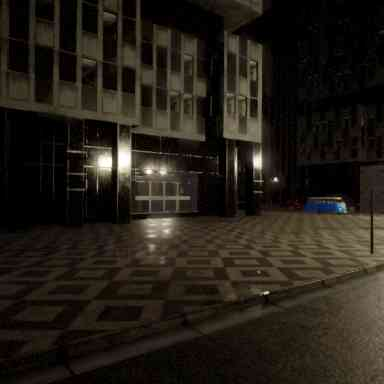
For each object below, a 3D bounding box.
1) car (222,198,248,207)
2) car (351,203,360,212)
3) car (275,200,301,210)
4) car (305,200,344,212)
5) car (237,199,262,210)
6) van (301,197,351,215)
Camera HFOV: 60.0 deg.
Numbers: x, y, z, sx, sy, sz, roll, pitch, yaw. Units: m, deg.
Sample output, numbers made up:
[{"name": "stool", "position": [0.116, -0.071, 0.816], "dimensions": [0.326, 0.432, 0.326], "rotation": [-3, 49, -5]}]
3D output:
[{"name": "car", "position": [7.395, 1.857, 57.608], "dimensions": [1.752, 1.417, 4.829], "rotation": [0, 0, -36]}, {"name": "car", "position": [20.630, 1.742, 39.086], "dimensions": [1.947, 1.339, 4.313], "rotation": [0, 0, -36]}, {"name": "car", "position": [14.062, 1.836, 48.278], "dimensions": [1.802, 1.307, 4.206], "rotation": [0, 0, -36]}, {"name": "car", "position": [17.346, 1.766, 43.683], "dimensions": [2.008, 1.369, 4.403], "rotation": [0, 0, -36]}, {"name": "car", "position": [7.131, 1.720, 43.315], "dimensions": [1.887, 1.381, 4.507], "rotation": [0, 0, -36]}, {"name": "van", "position": [13.699, 1.438, 34.125], "dimensions": [1.690, 1.788, 3.998], "rotation": [0, 0, -36]}]
